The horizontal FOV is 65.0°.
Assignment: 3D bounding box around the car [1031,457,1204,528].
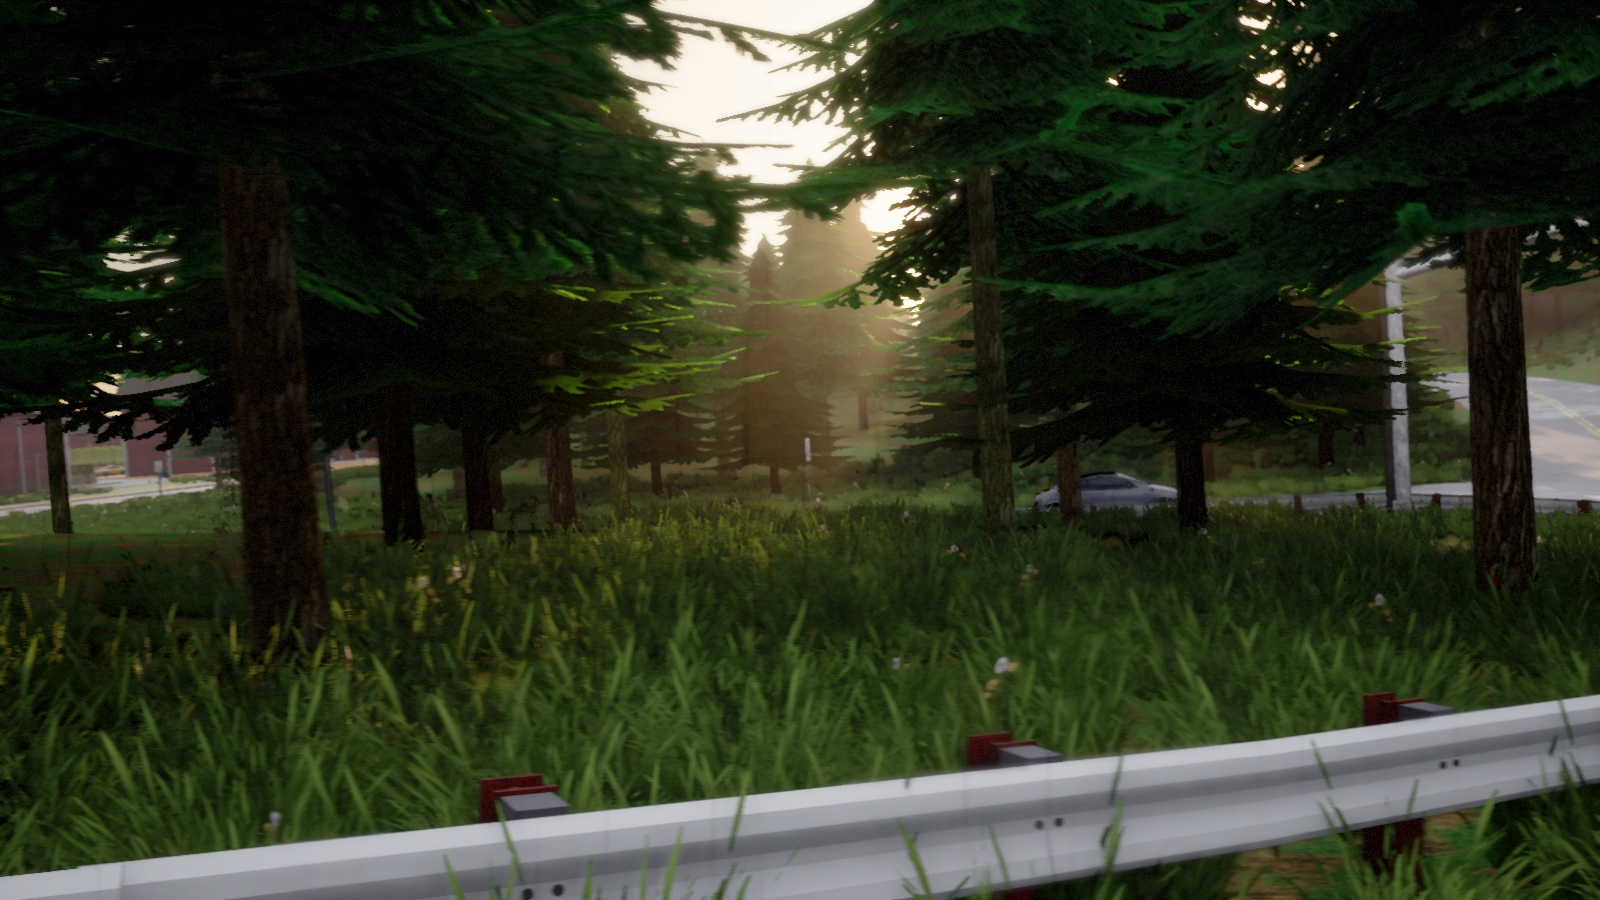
[{"bbox_3d":[8.264,1.097,32.944,4.181,1.385,1.994,-5,2,12],"label":"car"}]
